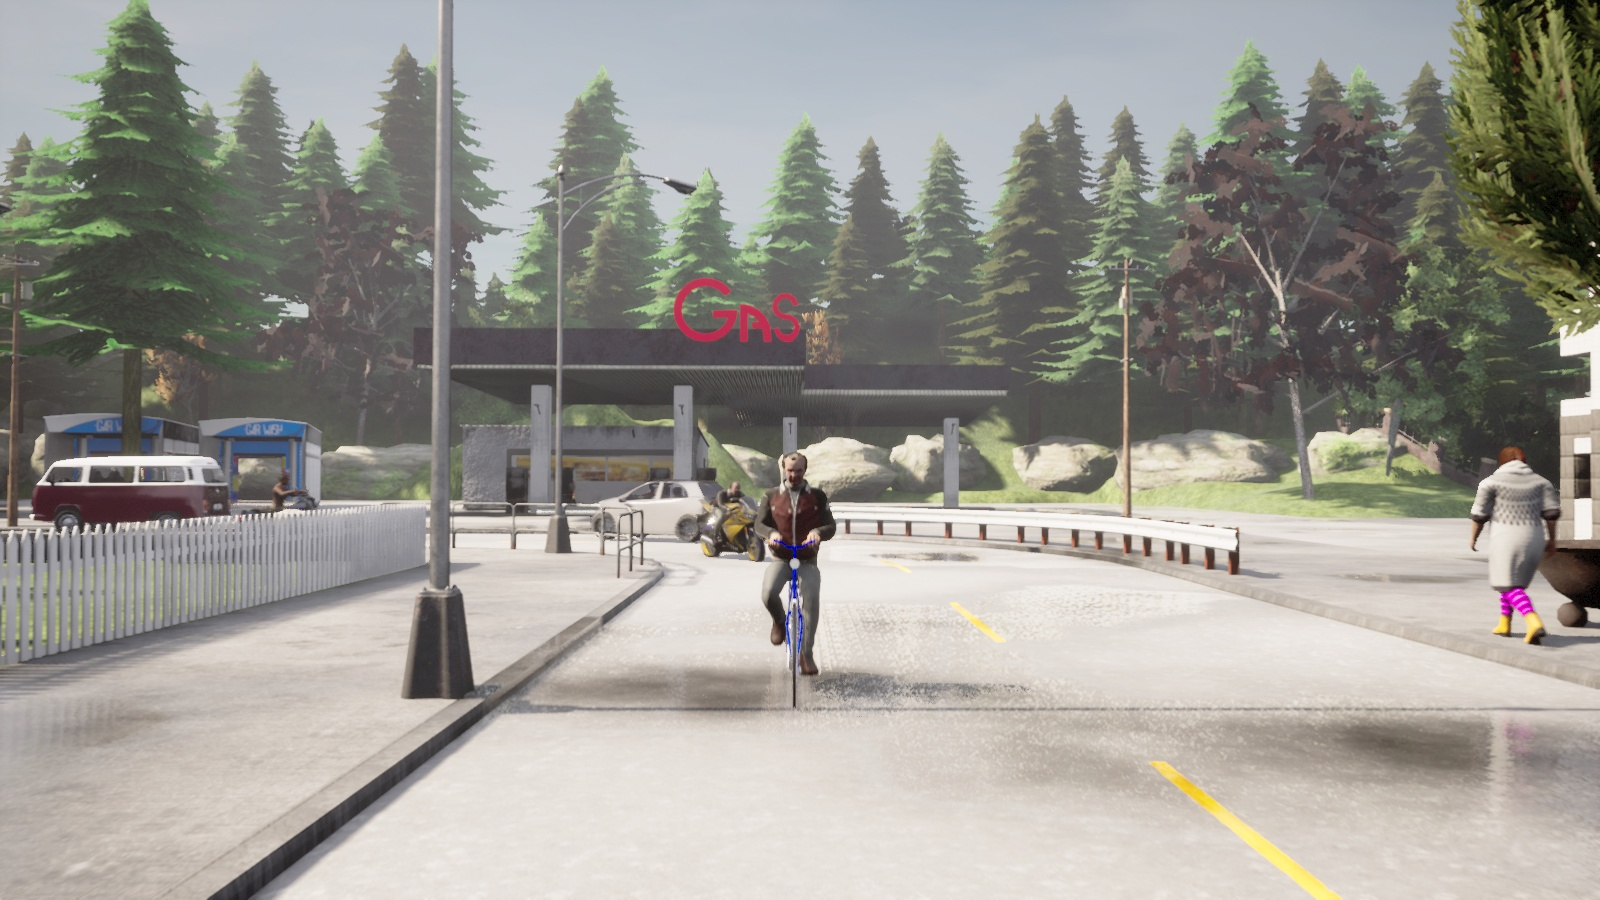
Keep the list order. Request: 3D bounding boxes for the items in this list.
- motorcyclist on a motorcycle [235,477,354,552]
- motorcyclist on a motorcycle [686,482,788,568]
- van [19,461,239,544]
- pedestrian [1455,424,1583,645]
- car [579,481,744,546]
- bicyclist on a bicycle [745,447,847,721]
[{"bbox_3d":[-11.277,1.432,28.068,2.350,1.649,0.766,0,-1,0],"label":"motorcyclist on a motorcycle"},{"bbox_3d":[-1.223,1.387,23.905,0.866,1.530,2.191,-1,-1,-35],"label":"motorcyclist on a motorcycle"},{"bbox_3d":[-17.036,1.315,32.046,4.480,2.038,2.069,0,-1,0],"label":"van"},{"bbox_3d":[6.594,0.759,11.557,0.659,1.952,0.873,0,-1,2],"label":"pedestrian"},{"bbox_3d":[-3.421,1.527,30.885,3.633,1.501,1.845,-1,-2,29],"label":"car"},{"bbox_3d":[-0.032,0.893,9.100,0.659,1.776,1.843,0,-1,0],"label":"bicyclist on a bicycle"}]
